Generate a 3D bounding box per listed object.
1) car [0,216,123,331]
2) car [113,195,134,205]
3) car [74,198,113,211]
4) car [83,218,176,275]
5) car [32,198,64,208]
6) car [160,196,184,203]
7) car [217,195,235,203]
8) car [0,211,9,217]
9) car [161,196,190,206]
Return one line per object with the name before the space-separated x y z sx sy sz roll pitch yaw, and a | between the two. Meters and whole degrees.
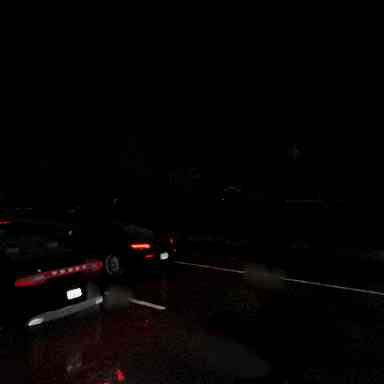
car | -3.898 1.475 6.760 5.008 1.535 1.882 0 0 35
car | -12.389 1.339 57.959 2.097 1.767 4.553 0 0 36
car | -12.166 1.553 40.471 1.994 1.385 4.181 0 0 36
car | -2.607 1.523 10.129 4.674 1.442 1.812 0 0 35
car | -20.346 1.550 47.076 1.994 1.385 4.181 0 0 36
car | -4.051 1.489 69.232 2.033 1.411 5.357 0 0 36
car | 6.812 1.407 66.306 1.837 1.490 4.892 0 0 36
car | -10.084 1.499 15.456 4.892 1.490 1.837 0 0 36
car | -2.424 1.537 53.814 2.033 1.411 5.357 0 0 36
